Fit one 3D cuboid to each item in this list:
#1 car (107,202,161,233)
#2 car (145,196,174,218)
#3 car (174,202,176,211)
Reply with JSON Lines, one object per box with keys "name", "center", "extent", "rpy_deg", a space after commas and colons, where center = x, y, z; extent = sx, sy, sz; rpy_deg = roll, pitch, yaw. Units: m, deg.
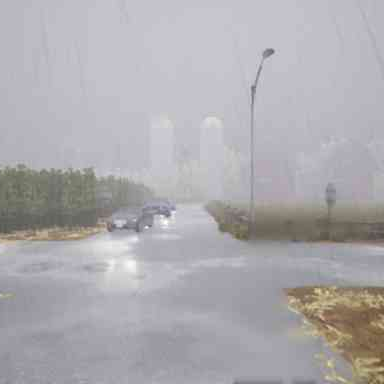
{"name": "car", "center": [-3.579, 1.553, 20.122], "extent": [2.128, 1.511, 4.902], "rpy_deg": [0, -1, 6]}
{"name": "car", "center": [-3.215, 1.406, 32.373], "extent": [2.150, 2.045, 5.566], "rpy_deg": [0, 0, 0]}
{"name": "car", "center": [-3.203, 1.823, 45.741], "extent": [1.812, 1.442, 4.674], "rpy_deg": [0, 0, 0]}
